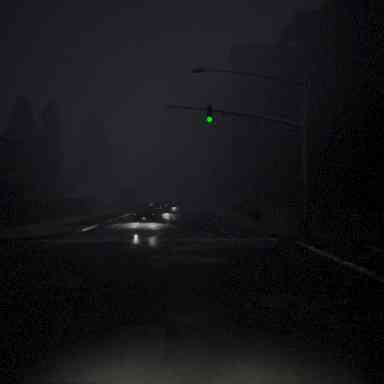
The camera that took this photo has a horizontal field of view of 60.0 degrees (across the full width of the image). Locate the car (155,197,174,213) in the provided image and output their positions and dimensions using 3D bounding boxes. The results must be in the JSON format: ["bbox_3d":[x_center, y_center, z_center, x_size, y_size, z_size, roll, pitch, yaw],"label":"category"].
[{"bbox_3d":[-3.494,1.353,37.119,2.097,1.767,4.553,0,0,0],"label":"car"}]

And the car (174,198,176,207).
[{"bbox_3d":[-3.418,1.506,50.617,1.837,1.490,4.892,0,0,1],"label":"car"}]

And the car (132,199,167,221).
[{"bbox_3d":[-3.525,1.547,27.099,2.033,1.411,5.357,0,0,0],"label":"car"}]
